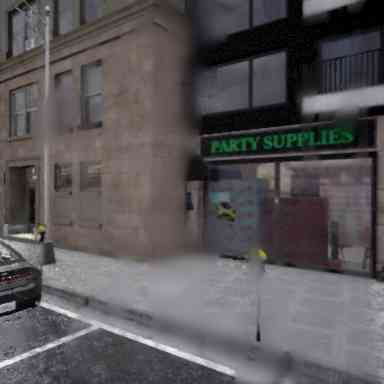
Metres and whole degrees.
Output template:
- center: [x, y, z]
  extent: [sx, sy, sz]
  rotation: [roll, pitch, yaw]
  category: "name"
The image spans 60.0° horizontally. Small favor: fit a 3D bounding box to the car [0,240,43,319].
- center: [-4.609, 1.524, 6.364]
  extent: [4.403, 1.369, 2.008]
  rotation: [0, 0, 35]
  category: "car"
